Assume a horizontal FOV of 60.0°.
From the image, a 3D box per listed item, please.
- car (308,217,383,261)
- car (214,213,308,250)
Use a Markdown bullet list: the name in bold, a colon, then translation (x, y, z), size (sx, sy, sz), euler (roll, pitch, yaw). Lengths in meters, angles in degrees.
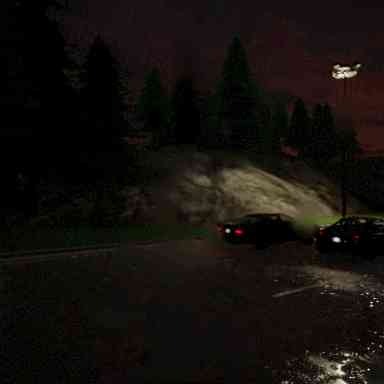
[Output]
- **car**: translation (6.702, 1.659, 12.829), size (4.181, 1.385, 1.994), euler (0, 0, -36)
- **car**: translation (3.491, 1.631, 14.837), size (5.357, 1.411, 2.033), euler (1, 0, -36)
